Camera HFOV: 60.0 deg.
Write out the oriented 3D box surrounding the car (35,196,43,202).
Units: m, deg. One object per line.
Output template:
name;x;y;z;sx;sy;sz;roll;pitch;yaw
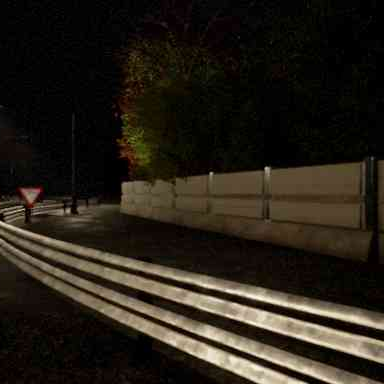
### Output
car;-30.888;1.426;66.010;1.994;1.385;4.181;0;0;-19
